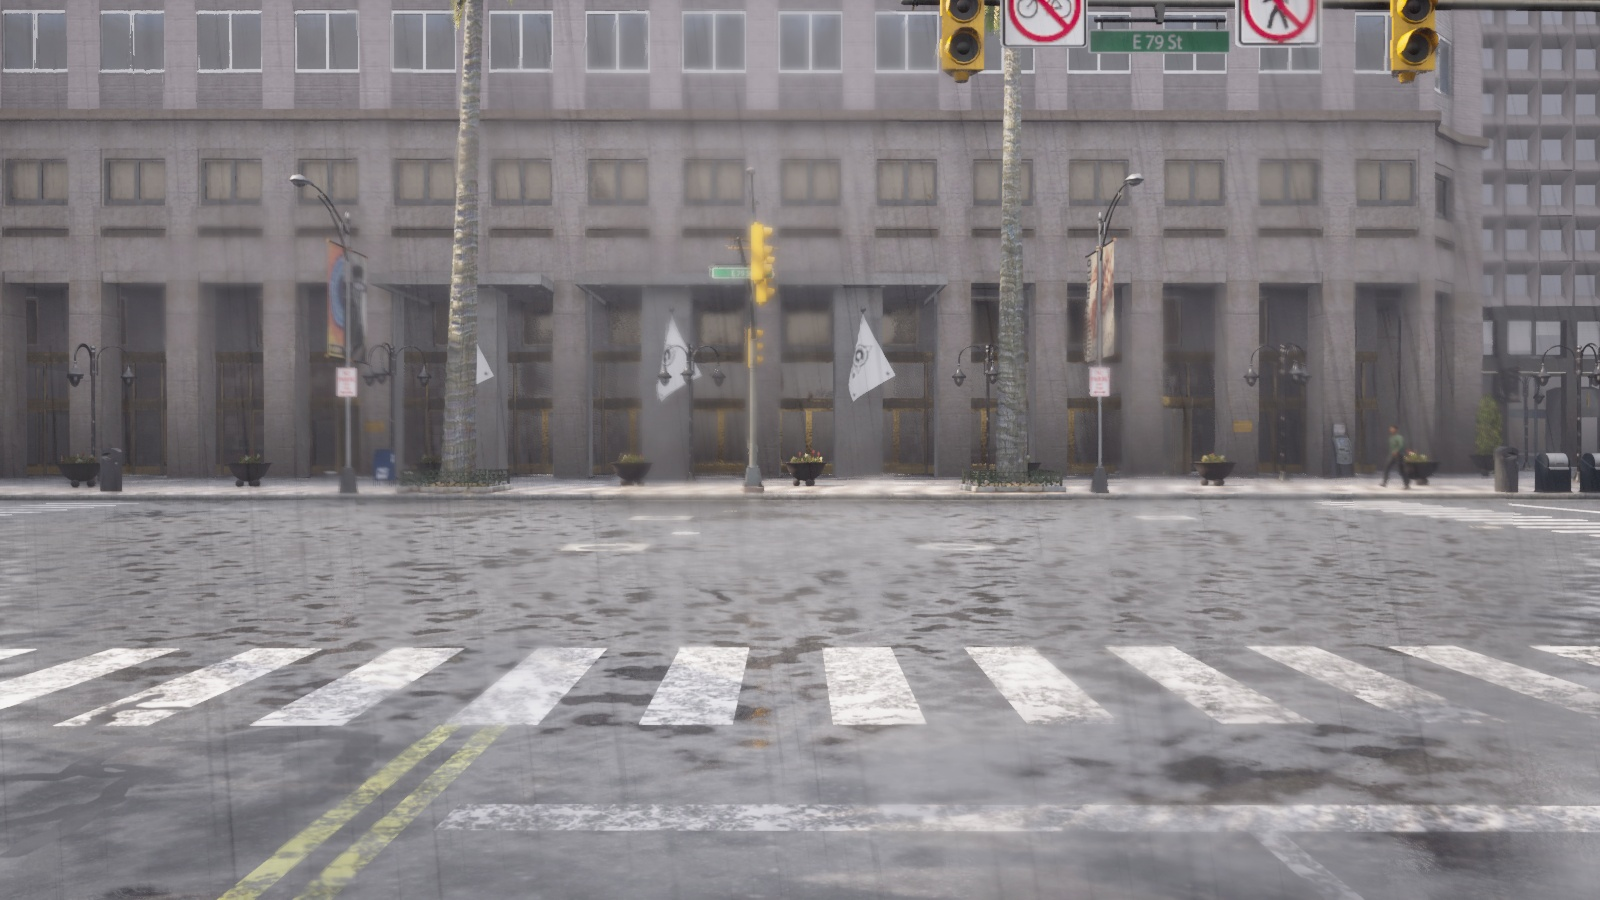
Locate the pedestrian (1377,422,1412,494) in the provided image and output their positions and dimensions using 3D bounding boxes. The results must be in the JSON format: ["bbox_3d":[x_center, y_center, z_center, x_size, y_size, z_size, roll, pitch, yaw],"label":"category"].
[{"bbox_3d":[16.396,0.221,34.637,0.788,1.949,0.423,0,0,-18],"label":"pedestrian"}]
